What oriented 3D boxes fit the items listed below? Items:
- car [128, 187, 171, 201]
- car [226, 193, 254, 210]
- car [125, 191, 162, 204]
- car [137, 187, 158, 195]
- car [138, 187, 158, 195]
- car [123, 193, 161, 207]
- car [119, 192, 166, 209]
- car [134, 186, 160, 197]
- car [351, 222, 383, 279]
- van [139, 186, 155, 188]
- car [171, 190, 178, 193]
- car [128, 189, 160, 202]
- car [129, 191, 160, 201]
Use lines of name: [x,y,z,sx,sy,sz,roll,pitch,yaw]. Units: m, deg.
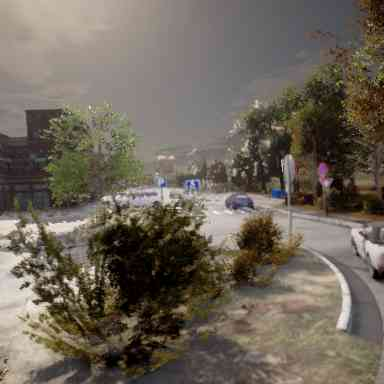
car: [-5.679,0.940,35.830,5.566,2.045,2.435,-5,3,-27]
car: [4.403,0.842,31.066,1.812,1.442,4.674,-3,2,-6]
car: [-7.395,0.779,50.770,5.008,1.535,2.097,-5,3,-26]
car: [-11.205,-0.208,83.562,4.553,1.767,2.185,-5,2,-26]
car: [-11.547,-0.282,86.542,4.553,1.767,2.185,-5,2,-26]
car: [-6.709,0.984,44.810,4.674,1.452,2.002,-5,2,-27]
car: [-6.188,1.008,41.909,5.366,1.575,1.946,-5,2,-27]
car: [-10.489,-0.188,77.629,5.566,2.045,2.435,-5,2,-27]
car: [5.810,1.480,9.455,1.895,1.301,4.718,-3,0,18]
van: [-7.173,0.646,47.725,4.442,1.987,1.878,-5,3,-27]
car: [-3.012,0.300,59.071,1.812,1.442,4.674,-3,2,-6]
car: [-7.789,0.575,53.743,4.553,1.767,2.185,-5,2,-27]
car: [-8.092,0.656,56.740,4.674,1.452,2.002,-5,2,-26]
